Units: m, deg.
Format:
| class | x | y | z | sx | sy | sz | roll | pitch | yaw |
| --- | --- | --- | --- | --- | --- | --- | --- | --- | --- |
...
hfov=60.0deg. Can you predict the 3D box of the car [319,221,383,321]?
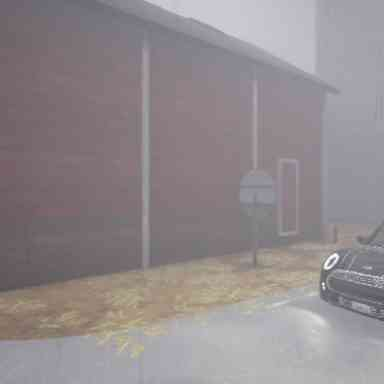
| class | x | y | z | sx | sy | sz | roll | pitch | yaw |
| --- | --- | --- | --- | --- | --- | --- | --- | --- | --- |
| car | 4.684 | 1.339 | 6.824 | 4.553 | 1.767 | 2.097 | 0 | 0 | -34 |
